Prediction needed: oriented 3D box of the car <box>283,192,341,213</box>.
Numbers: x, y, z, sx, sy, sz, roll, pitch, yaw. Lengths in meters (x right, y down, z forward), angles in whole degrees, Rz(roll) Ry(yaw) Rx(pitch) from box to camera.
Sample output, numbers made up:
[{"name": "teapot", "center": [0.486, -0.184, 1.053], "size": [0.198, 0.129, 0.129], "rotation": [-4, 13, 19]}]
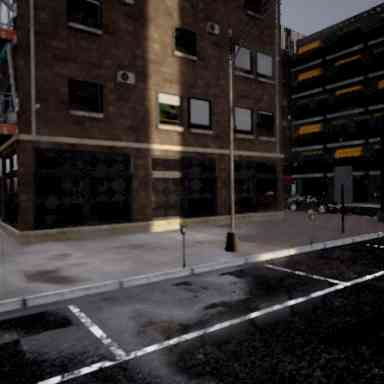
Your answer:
[{"name": "car", "center": [9.703, 0.935, 26.667], "size": [2.008, 1.369, 4.403], "rotation": [0, 1, -36]}]

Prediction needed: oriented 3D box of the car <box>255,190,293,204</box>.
[{"name": "car", "center": [9.935, 0.535, 40.571], "size": [1.967, 1.590, 4.097], "rotation": [0, 1, -36]}]
